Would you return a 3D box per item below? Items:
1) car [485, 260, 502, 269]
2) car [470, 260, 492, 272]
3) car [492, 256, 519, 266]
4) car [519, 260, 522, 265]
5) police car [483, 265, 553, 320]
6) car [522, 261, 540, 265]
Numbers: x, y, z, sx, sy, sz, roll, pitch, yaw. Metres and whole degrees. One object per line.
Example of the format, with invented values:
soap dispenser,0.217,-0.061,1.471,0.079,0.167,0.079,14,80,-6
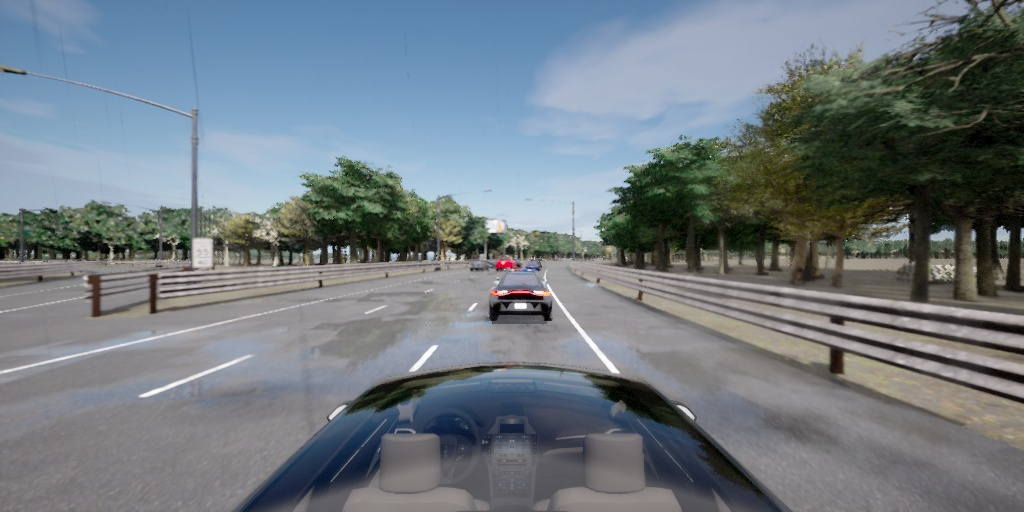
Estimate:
car,-2.940,1.345,58.188,1.812,1.442,4.674,0,0,9
car,-4.268,1.334,47.917,2.033,1.411,5.357,0,0,7
car,-0.782,1.010,47.594,2.150,2.045,5.566,0,0,7
car,0.586,1.301,58.118,1.882,1.535,5.008,0,0,9
police car,0.312,1.256,12.696,2.038,1.542,4.974,0,0,1
car,2.845,1.360,48.447,1.994,1.385,4.181,0,0,7
